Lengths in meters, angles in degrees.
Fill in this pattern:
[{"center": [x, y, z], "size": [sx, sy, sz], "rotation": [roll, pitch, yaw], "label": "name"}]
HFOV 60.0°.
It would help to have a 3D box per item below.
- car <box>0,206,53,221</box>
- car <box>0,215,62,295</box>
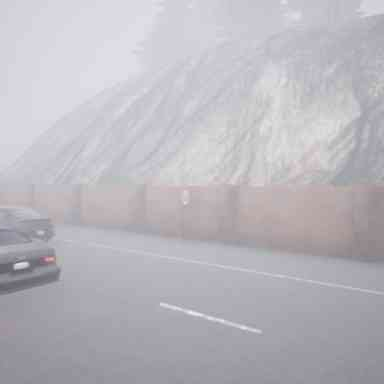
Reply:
[{"center": [-7.451, 1.289, 13.602], "size": [4.674, 1.442, 1.812], "rotation": [1, 1, 36], "label": "car"}, {"center": [-5.278, 1.399, 7.755], "size": [5.357, 1.411, 2.033], "rotation": [1, 1, 35], "label": "car"}]
